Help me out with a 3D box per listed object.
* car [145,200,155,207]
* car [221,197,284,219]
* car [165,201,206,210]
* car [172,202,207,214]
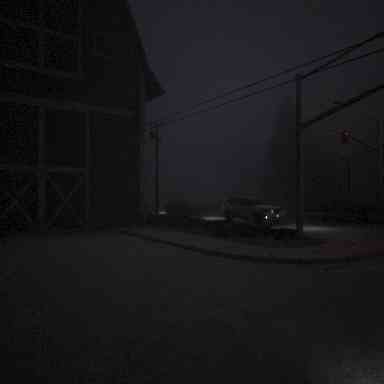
[{"bbox_3d":[-6.361,1.782,42.546,1.837,1.490,4.892,0,0,-34],"label":"car"},{"bbox_3d":[4.665,1.398,26.457,2.150,2.045,5.566,0,0,-34],"label":"car"},{"bbox_3d":[-0.975,1.705,34.684,1.882,1.535,5.008,0,0,-35],"label":"car"},{"bbox_3d":[-0.357,1.859,40.319,1.895,1.301,4.718,0,0,-34],"label":"car"}]
